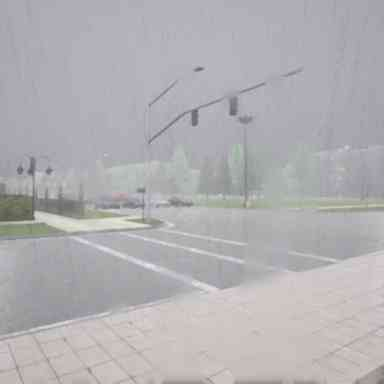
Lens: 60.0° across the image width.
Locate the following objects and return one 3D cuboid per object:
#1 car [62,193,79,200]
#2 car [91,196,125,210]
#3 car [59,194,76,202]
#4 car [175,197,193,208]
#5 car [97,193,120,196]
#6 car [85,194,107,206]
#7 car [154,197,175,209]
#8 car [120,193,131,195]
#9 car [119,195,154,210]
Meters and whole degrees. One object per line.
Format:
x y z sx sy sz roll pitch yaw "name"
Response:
-20.139 1.171 54.256 2.150 2.045 5.566 0 0 -36 "car"
-10.387 1.511 40.830 1.994 1.385 4.181 0 0 -36 "car"
-25.270 1.107 67.384 2.128 1.511 4.902 0 0 -36 "car"
-1.771 1.389 46.837 1.882 1.535 5.008 0 1 -36 "car"
-15.586 1.148 59.939 2.150 2.045 5.566 0 0 -36 "car"
-16.179 1.499 54.756 1.994 1.385 4.181 0 0 -36 "car"
-4.637 1.449 44.821 1.812 1.442 4.674 0 0 -36 "car"
-12.331 1.136 61.420 2.150 2.045 5.566 0 0 -36 "car"
-7.352 1.482 42.604 2.033 1.411 5.357 0 0 -36 "car"
